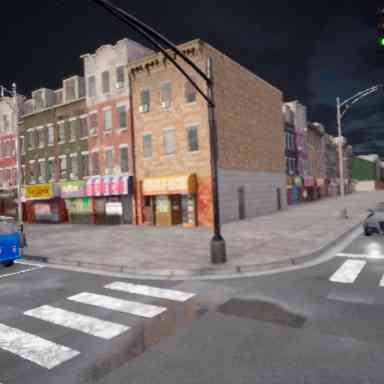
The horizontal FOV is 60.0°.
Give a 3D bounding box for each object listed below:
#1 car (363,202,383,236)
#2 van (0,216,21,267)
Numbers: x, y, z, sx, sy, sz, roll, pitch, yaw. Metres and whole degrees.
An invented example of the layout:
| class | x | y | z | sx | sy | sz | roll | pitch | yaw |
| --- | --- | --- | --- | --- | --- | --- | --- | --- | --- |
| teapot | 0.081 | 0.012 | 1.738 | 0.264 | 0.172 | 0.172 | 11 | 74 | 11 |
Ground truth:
| class | x | y | z | sx | sy | sz | roll | pitch | yaw |
| --- | --- | --- | --- | --- | --- | --- | --- | --- | --- |
| car | 8.842 | 1.125 | 14.606 | 1.994 | 1.385 | 4.181 | -3 | 0 | 35 |
| van | -7.685 | 1.731 | 11.531 | 3.998 | 1.788 | 1.690 | -3 | 0 | 34 |
